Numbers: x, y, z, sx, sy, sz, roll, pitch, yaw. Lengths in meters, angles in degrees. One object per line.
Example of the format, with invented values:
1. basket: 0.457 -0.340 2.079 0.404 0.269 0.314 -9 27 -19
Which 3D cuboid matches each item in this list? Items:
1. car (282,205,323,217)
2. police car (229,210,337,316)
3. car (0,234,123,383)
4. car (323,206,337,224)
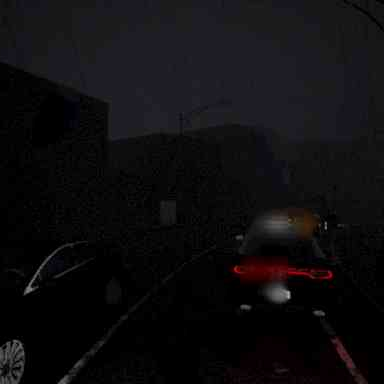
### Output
1. car: 5.160 1.543 16.537 1.882 1.535 5.008 0 0 26
2. police car: 2.033 1.452 7.863 1.930 1.638 5.238 0 0 13
3. car: -2.621 1.497 5.149 2.128 1.511 4.902 0 0 9
4. car: 7.997 1.602 21.371 1.837 1.490 4.892 1 0 34
